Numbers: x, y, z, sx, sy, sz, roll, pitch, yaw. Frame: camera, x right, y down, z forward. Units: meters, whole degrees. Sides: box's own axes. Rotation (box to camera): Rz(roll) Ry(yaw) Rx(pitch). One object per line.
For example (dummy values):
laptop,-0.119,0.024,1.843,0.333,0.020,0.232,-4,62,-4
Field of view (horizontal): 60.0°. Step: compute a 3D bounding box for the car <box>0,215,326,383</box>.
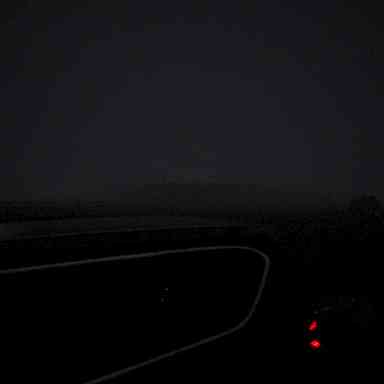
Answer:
car,-1.567,1.220,1.830,5.566,2.045,2.150,1,0,-35
